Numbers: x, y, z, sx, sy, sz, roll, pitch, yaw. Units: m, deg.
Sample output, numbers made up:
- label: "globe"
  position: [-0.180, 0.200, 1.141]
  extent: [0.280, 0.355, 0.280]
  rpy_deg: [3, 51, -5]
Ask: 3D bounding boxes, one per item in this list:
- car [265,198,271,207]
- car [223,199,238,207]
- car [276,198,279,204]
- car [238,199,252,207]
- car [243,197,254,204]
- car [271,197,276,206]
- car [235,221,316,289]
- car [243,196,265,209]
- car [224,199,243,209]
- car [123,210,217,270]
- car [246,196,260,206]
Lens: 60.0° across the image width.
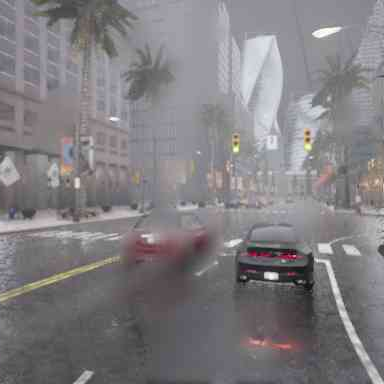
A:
- label: "car"
  position: [13.146, 2.099, 62.782]
  extent: [1.882, 1.535, 5.008]
  rpy_deg: [0, 0, 20]
- label: "car"
  position: [7.954, 2.159, 68.135]
  extent: [2.161, 1.482, 4.786]
  rpy_deg: [0, -1, 19]
- label: "car"
  position: [21.032, 2.182, 85.454]
  extent: [2.097, 1.767, 4.553]
  rpy_deg: [0, -1, 18]
- label: "car"
  position: [10.420, 2.111, 65.538]
  extent: [1.882, 1.535, 5.008]
  rpy_deg: [0, -1, 20]
- label: "car"
  position: [15.205, 2.218, 88.834]
  extent: [2.185, 1.767, 4.553]
  rpy_deg: [0, -1, 19]
- label: "car"
  position: [16.492, 2.077, 72.332]
  extent: [2.097, 1.767, 4.553]
  rpy_deg: [0, -1, 19]
- label: "car"
  position: [2.441, 1.603, 9.580]
  extent: [1.837, 1.490, 4.892]
  rpy_deg: [0, 0, 17]
- label: "car"
  position: [10.109, 1.883, 54.178]
  extent: [2.097, 1.767, 4.553]
  rpy_deg: [0, -1, 19]
- label: "car"
  position: [7.014, 2.010, 55.917]
  extent: [1.882, 1.535, 5.008]
  rpy_deg: [0, -1, 19]
- label: "car"
  position: [-0.537, 1.455, 11.722]
  extent: [2.097, 1.767, 4.553]
  rpy_deg: [0, -1, 17]
- label: "car"
  position: [13.902, 1.964, 75.537]
  extent: [2.150, 2.045, 5.566]
  rpy_deg: [0, -1, 19]
